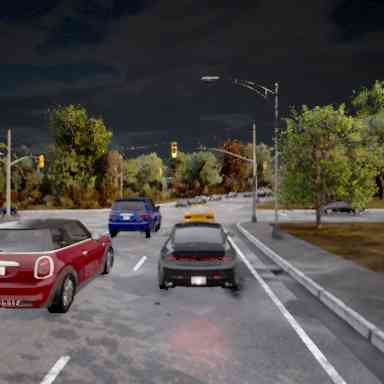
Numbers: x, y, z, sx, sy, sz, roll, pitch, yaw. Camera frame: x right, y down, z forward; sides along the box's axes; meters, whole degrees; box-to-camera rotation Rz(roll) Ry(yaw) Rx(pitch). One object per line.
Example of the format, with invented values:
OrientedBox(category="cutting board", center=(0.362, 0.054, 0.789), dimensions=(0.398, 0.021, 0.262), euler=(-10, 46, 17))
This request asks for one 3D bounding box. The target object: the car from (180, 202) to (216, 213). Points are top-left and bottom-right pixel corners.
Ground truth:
OrientedBox(category="car", center=(0.495, 1.635, 21.168), dimensions=(1.882, 1.535, 5.008), euler=(0, -1, 2))

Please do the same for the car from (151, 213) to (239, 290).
OrientedBox(category="car", center=(0.163, 1.567, 9.245), dimensions=(1.837, 1.490, 4.892), euler=(0, 0, 1))

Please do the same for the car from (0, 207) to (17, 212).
OrientedBox(category="car", center=(-21.186, 2.001, 35.354), dimensions=(4.718, 1.301, 1.895), euler=(-1, -1, 3))

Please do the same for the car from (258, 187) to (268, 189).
OrientedBox(category="car", center=(20.099, -0.306, 92.186), dimensions=(2.150, 2.045, 5.566), euler=(0, 3, 38))

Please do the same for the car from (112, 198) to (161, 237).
OrientedBox(category="car", center=(-3.109, 1.364, 18.979), dimensions=(2.150, 2.045, 5.566), euler=(0, 0, 2))

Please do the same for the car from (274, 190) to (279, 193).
OrientedBox(category="car", center=(23.689, -0.087, 91.144), dimensions=(1.882, 1.535, 5.008), euler=(0, 3, 38))

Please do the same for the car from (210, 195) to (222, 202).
OrientedBox(category="car", center=(5.272, 1.374, 74.163), dimensions=(1.812, 1.442, 4.674), euler=(0, 2, 23))

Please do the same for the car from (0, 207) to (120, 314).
OrientedBox(category="car", center=(-3.352, 1.402, 7.880), dimensions=(2.097, 1.767, 4.553), euler=(0, -1, 1))

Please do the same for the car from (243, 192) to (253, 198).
OrientedBox(category="car", center=(14.601, 0.682, 84.033), dimensions=(1.994, 1.385, 4.181), euler=(0, 3, 33))

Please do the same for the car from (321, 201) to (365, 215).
OrientedBox(category="car", center=(16.372, 1.716, 36.716), dimensions=(4.902, 1.511, 2.128), euler=(-1, -1, 4))

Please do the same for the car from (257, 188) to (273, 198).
OrientedBox(category="car", center=(17.921, 0.559, 82.755), dimensions=(1.882, 1.535, 5.008), euler=(0, 3, 33))

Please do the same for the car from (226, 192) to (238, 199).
OrientedBox(category="car", center=(10.011, 0.841, 83.205), dimensions=(1.812, 1.442, 4.674), euler=(0, 3, 28))

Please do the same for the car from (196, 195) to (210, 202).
OrientedBox(category="car", center=(1.403, 1.572, 64.896), dimensions=(2.097, 1.767, 4.553), euler=(0, 1, 21))

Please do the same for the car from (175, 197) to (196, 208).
OrientedBox(category="car", center=(-1.367, 1.940, 56.541), dimensions=(1.994, 1.385, 4.181), euler=(0, 0, 17))
